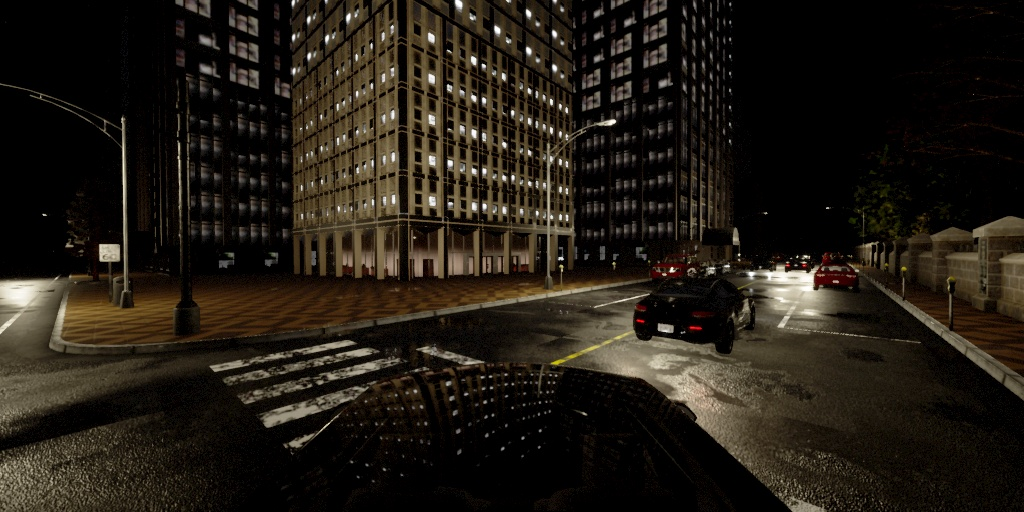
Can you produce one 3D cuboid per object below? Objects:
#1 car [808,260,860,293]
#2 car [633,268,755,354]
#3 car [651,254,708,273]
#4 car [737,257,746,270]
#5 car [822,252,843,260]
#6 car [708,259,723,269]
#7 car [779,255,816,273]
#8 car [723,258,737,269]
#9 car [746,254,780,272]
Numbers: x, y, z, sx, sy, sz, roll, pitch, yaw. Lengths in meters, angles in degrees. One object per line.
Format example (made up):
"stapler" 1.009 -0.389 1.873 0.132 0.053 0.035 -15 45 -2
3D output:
"car" 17.008 1.077 18.868 1.888 1.381 4.507 0 0 42
"car" 4.492 1.205 8.634 1.812 1.442 4.674 0 1 42
"car" 11.116 0.813 24.101 2.192 1.841 5.009 0 0 42
"car" 25.685 0.795 40.504 1.751 1.417 4.829 0 0 42
"car" 42.702 0.441 47.795 2.192 1.841 5.009 0 0 42
"car" 14.787 0.993 28.233 2.007 1.370 4.403 0 0 42
"car" 27.388 0.878 34.307 2.033 1.411 5.357 0 1 42
"car" 18.458 0.936 32.366 2.007 1.370 4.403 0 0 42
"car" 25.810 0.816 36.776 1.837 1.490 4.892 0 1 42
